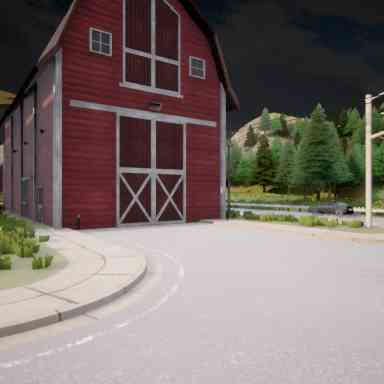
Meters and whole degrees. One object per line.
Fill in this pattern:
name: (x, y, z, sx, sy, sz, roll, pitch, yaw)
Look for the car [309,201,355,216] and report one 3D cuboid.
car: (13.355, 1.590, 32.061, 1.994, 1.385, 4.181, 0, 0, -35)
